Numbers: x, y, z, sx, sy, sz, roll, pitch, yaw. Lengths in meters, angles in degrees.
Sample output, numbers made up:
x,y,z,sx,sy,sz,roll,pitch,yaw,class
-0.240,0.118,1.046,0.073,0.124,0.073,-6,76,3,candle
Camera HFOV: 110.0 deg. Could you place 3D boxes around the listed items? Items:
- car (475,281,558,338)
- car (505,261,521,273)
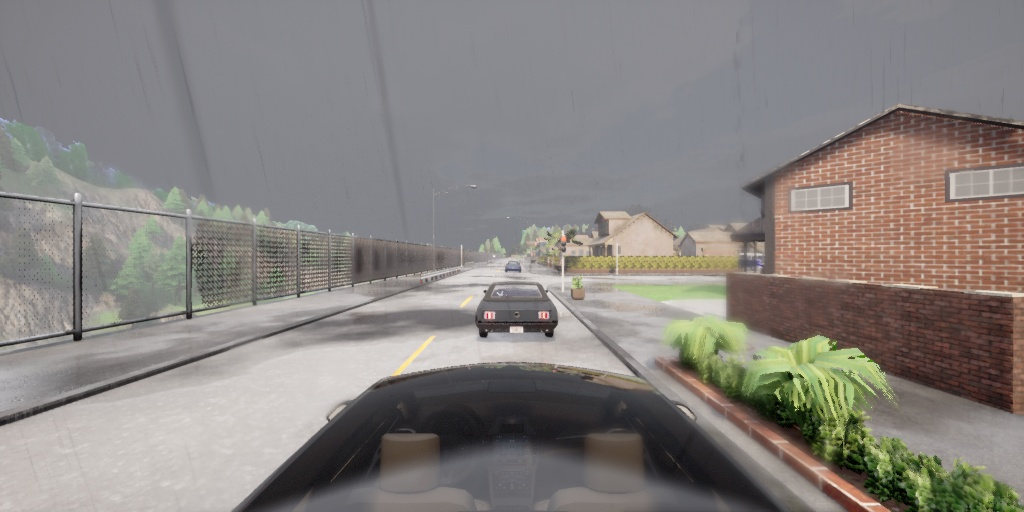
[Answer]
x,y,z,sx,sy,sz,roll,pitch,yaw,class
0.109,1.351,10.206,1.895,1.301,4.718,0,0,0,car
0.152,1.314,44.714,1.994,1.385,4.181,0,0,0,car
